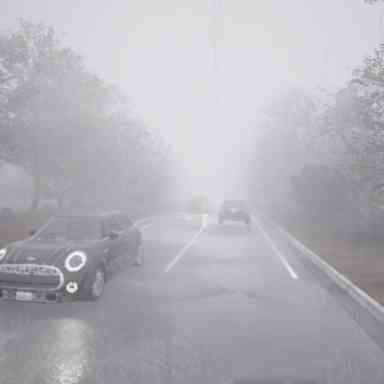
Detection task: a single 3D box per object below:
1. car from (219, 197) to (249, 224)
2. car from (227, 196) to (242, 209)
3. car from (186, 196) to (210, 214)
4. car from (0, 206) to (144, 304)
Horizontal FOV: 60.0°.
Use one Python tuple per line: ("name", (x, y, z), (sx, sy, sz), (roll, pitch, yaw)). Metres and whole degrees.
("car", (3.134, 1.323, 24.769), (2.097, 1.767, 4.553), (1, 0, 7))
("car", (5.917, 1.423, 46.575), (1.882, 1.535, 5.008), (1, 0, 7))
("car", (0.717, 1.239, 34.595), (2.097, 1.767, 4.553), (1, 0, 8))
("car", (-2.712, 1.268, 8.171), (2.097, 1.767, 4.553), (1, 0, 7))
